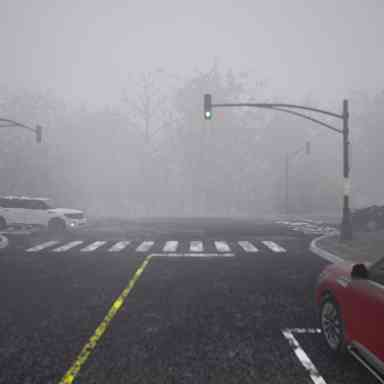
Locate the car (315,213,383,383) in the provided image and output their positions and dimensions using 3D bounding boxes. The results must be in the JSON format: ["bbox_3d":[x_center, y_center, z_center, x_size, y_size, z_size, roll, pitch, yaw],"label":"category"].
[{"bbox_3d":[2.846,1.314,2.966,2.192,1.841,5.009,1,0,0],"label":"car"}]

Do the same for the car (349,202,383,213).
[{"bbox_3d":[11.191,1.458,18.970,4.892,1.490,1.837,0,-1,1],"label":"car"}]

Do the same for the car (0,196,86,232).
[{"bbox_3d":[-9.119,1.305,19.385,5.566,2.045,2.150,2,-1,1],"label":"car"}]
